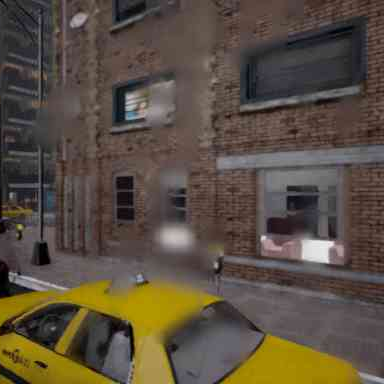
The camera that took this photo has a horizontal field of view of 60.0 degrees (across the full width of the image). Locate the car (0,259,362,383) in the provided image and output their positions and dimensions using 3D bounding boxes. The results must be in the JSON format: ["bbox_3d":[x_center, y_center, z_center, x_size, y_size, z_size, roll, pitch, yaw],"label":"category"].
[{"bbox_3d":[-0.862,1.520,3.491,4.829,1.417,1.752,0,0,36],"label":"car"}]

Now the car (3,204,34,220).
[{"bbox_3d":[-16.584,1.781,29.404,1.752,1.417,4.829,-1,-2,35],"label":"car"}]
